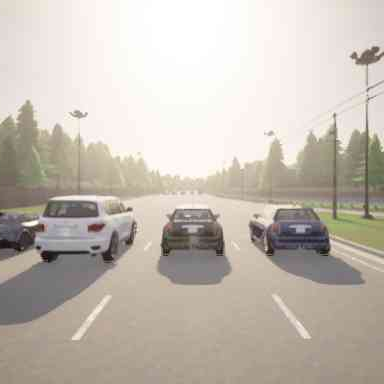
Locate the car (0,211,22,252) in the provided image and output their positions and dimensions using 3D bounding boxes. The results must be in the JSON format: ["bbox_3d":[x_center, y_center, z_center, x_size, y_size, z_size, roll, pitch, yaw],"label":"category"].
[{"bbox_3d":[-6.954,1.460,13.379,1.994,1.385,4.181,0,1,1],"label":"car"}]

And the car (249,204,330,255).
[{"bbox_3d":[3.542,1.250,12.916,2.097,1.767,4.553,0,0,0],"label":"car"}]

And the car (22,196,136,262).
[{"bbox_3d":[-3.468,1.130,11.867,2.150,2.045,5.566,0,1,0],"label":"car"}]

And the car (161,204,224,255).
[{"bbox_3d":[0.042,1.250,12.907,2.097,1.767,4.553,0,0,0],"label":"car"}]
